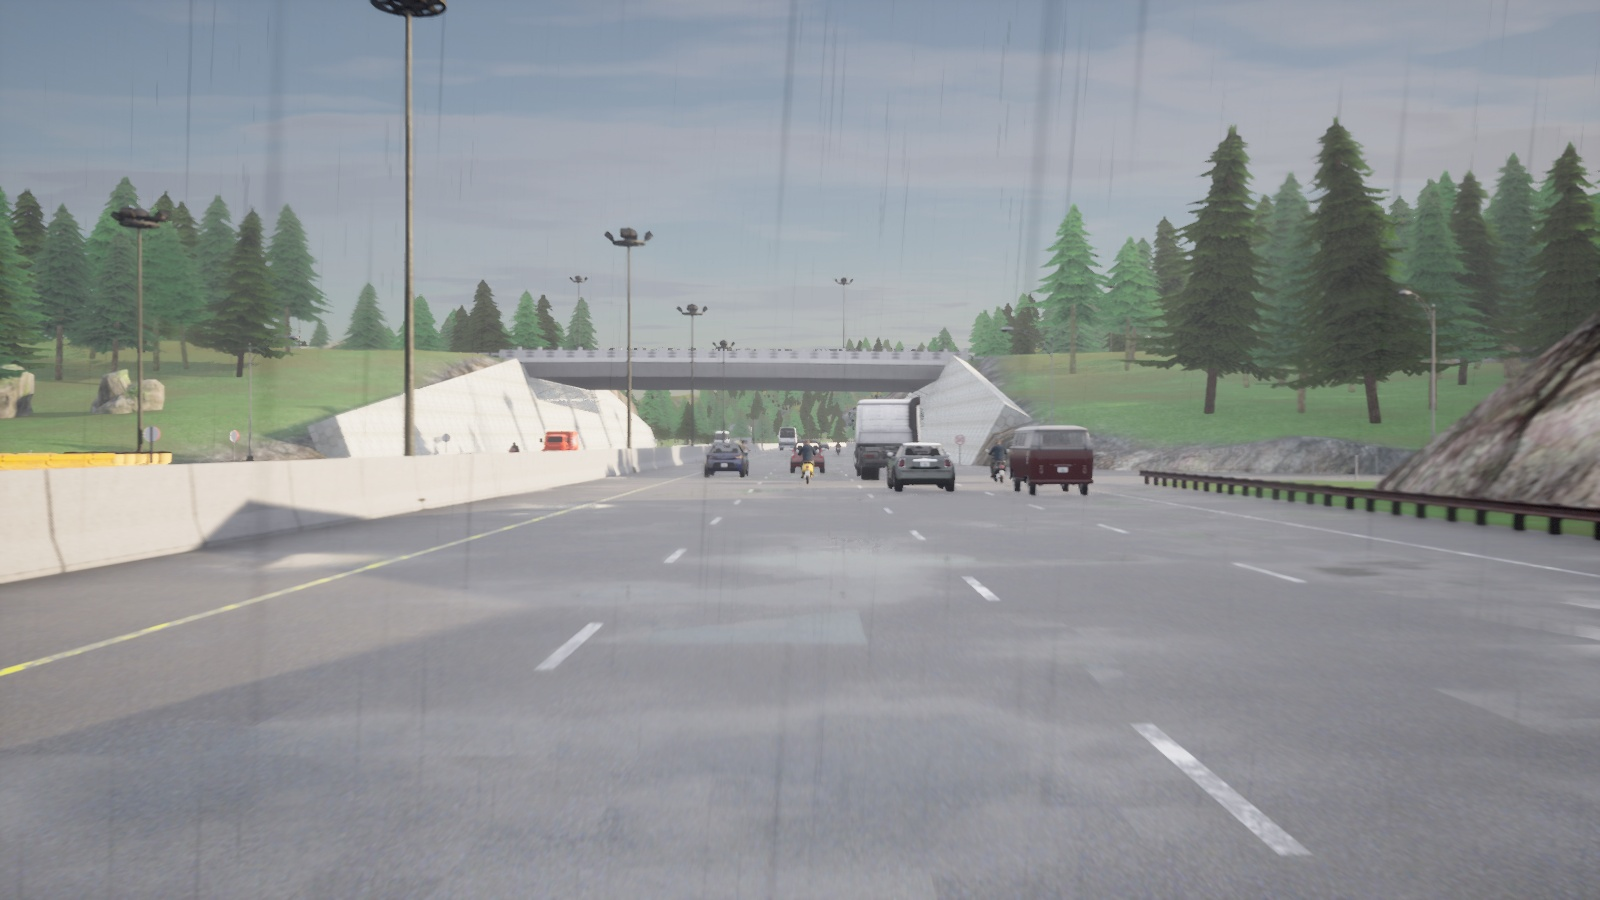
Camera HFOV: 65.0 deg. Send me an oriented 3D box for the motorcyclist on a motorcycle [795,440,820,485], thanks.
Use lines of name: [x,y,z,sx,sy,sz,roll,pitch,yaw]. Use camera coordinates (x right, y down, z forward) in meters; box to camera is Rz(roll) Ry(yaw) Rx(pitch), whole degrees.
motorcyclist on a motorcycle: [0.272,0.426,45.345,0.866,1.590,1.817,0,0,0]

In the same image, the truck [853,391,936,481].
truck: [3.812,-0.548,52.208,2.891,3.462,7.936,0,0,0]

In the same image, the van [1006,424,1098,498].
van: [7.222,0.285,36.374,1.775,1.987,4.442,0,0,0]

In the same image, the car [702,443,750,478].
car: [-3.176,0.428,54.488,1.816,1.474,4.193,0,0,0]

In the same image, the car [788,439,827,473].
car: [0.367,0.270,62.005,1.851,1.617,3.988,0,0,0]

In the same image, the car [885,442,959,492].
car: [3.737,0.479,39.076,1.970,1.475,3.806,0,0,0]

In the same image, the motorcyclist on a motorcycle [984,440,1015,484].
motorcyclist on a motorcycle: [7.275,0.428,45.887,0.866,1.590,1.817,0,0,0]
